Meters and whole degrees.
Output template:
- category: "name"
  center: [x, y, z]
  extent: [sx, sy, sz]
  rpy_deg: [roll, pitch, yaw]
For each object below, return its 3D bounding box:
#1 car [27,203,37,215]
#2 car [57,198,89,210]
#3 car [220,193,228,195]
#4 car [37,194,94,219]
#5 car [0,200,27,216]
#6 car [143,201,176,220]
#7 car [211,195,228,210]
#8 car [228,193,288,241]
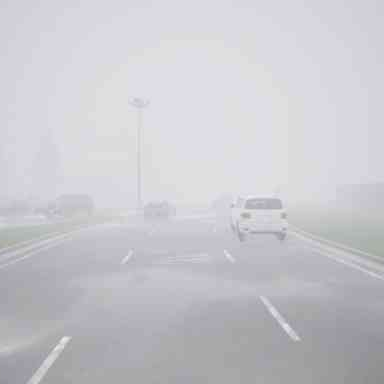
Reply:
- category: "car"
  center: [-13.694, 1.515, 32.735]
  extent: [1.994, 1.385, 4.181]
  rpy_deg: [0, 0, 11]
- category: "car"
  center: [-15.340, 1.536, 43.128]
  extent: [1.895, 1.301, 4.718]
  rpy_deg: [0, 0, 10]
- category: "car"
  center: [5.398, 1.138, 52.934]
  extent: [2.150, 2.045, 5.566]
  rpy_deg: [0, 0, 10]
- category: "car"
  center: [-10.768, 1.177, 29.430]
  extent: [2.150, 2.045, 5.566]
  rpy_deg: [0, 0, 11]
- category: "car"
  center: [-17.404, 1.479, 31.941]
  extent: [1.812, 1.442, 4.674]
  rpy_deg: [0, 0, 10]
- category: "car"
  center: [-2.561, 1.449, 27.434]
  extent: [2.128, 1.511, 4.902]
  rpy_deg: [0, 0, 8]
- category: "car"
  center: [3.514, 1.437, 42.348]
  extent: [1.837, 1.490, 4.892]
  rpy_deg: [0, 0, 10]
- category: "car"
  center: [3.222, 1.194, 16.793]
  extent: [2.150, 2.045, 5.566]
  rpy_deg: [0, 0, 2]
